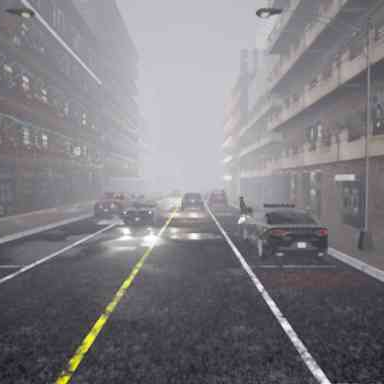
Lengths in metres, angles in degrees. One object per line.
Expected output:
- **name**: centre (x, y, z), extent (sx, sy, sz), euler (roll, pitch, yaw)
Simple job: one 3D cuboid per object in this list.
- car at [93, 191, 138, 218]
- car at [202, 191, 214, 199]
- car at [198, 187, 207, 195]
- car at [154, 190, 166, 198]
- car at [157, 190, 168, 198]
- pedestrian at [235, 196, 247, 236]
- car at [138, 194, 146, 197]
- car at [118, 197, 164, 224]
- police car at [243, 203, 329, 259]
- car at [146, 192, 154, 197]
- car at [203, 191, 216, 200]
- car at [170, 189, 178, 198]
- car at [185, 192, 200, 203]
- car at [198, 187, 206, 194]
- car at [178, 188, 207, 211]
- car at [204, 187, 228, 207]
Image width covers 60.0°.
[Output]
- **car**: centre (-5.679, 0.844, 24.507), extent (2.192, 1.841, 5.009), euler (-1, 1, 0)
- **car**: centre (2.738, 0.468, 58.449), extent (1.802, 1.307, 4.206), euler (-1, 1, 0)
- **car**: centre (2.762, -0.329, 86.758), extent (2.192, 1.841, 5.009), euler (-1, 1, 0)
- **car**: centre (-5.649, 0.521, 52.656), extent (1.752, 1.417, 4.829), euler (-1, 1, 0)
- **car**: centre (-5.638, 0.308, 63.982), extent (1.752, 1.417, 4.829), euler (-1, 1, 0)
- **pedestrian**: centre (2.247, 1.012, 14.627), extent (0.375, 1.860, 0.375), euler (-1, 2, -5)
- **car**: centre (-5.672, 0.862, 30.172), extent (1.967, 1.590, 4.097), euler (-1, 1, 0)
- **car**: centre (-3.079, 1.197, 20.983), extent (1.895, 1.301, 4.718), euler (0, 1, 0)
- **police car**: centre (3.012, 1.199, 11.700), extent (1.930, 1.638, 5.238), euler (0, 1, 0)
- **car**: centre (-5.665, 0.880, 35.837), extent (1.947, 1.339, 4.313), euler (-1, 1, 0)
- **car**: centre (2.732, 0.559, 52.786), extent (1.947, 1.339, 4.313), euler (-1, 1, 0)
- **car**: centre (-2.977, 0.328, 61.567), extent (1.837, 1.490, 4.892), euler (0, 1, 1)
- **car**: centre (0.097, 0.751, 44.448), extent (1.895, 1.301, 4.718), euler (0, 1, 1)
- **car**: centre (2.768, -0.434, 92.421), extent (2.192, 1.841, 5.009), euler (-1, 1, 0)
- **car**: centre (0.079, 0.758, 30.903), extent (2.097, 1.767, 4.553), euler (0, 1, 1)
- **car**: centre (2.712, 0.629, 35.793), extent (2.192, 1.841, 5.009), euler (-1, 1, 0)
